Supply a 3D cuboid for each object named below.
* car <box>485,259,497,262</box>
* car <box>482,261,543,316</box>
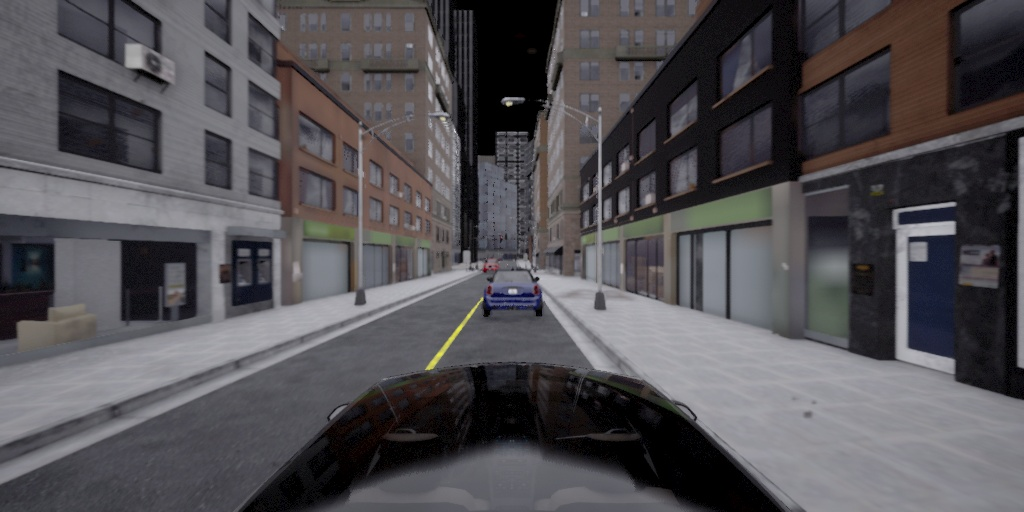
[{"bbox_3d":[-3.038,1.462,52.317,2.150,2.045,5.566,0,-1,1],"label":"car"},{"bbox_3d":[0.046,1.222,14.135,2.097,1.767,4.553,0,-1,1],"label":"car"}]
